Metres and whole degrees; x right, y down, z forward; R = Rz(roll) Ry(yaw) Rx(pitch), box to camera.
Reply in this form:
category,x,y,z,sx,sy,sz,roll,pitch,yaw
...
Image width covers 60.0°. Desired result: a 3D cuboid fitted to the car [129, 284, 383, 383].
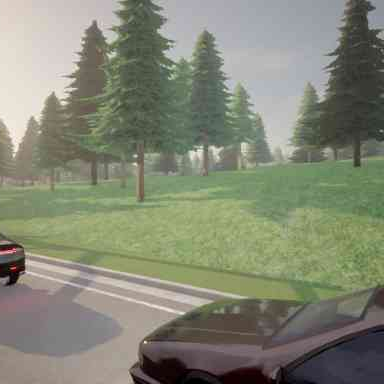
category,x,y,z,sx,sy,sz,roll,pitch,yaw
car,1.975,1.547,2.583,5.357,1.411,2.033,0,0,35

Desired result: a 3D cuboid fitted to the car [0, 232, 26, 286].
category,x,y,z,sx,sy,sz,roll,pitch,yaw
car,-6.015,1.492,8.174,4.902,1.511,2.128,0,0,36
